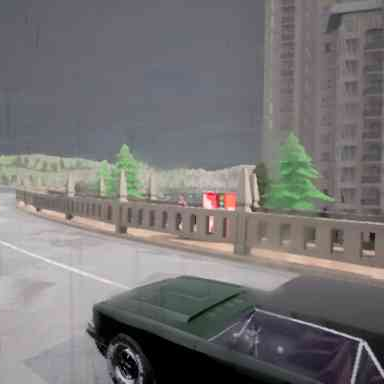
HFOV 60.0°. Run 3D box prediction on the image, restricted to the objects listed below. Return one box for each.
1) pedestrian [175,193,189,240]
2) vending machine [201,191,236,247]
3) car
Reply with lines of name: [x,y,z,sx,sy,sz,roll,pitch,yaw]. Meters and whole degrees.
pedestrian: [-0.410,0.930,12.971,0.375,1.860,0.375,1,0,42]
vending machine: [1.066,1.015,13.214,0.880,2.100,1.100,1,1,41]
car: [1.056,1.579,3.350,4.718,1.301,1.895,2,1,37]
